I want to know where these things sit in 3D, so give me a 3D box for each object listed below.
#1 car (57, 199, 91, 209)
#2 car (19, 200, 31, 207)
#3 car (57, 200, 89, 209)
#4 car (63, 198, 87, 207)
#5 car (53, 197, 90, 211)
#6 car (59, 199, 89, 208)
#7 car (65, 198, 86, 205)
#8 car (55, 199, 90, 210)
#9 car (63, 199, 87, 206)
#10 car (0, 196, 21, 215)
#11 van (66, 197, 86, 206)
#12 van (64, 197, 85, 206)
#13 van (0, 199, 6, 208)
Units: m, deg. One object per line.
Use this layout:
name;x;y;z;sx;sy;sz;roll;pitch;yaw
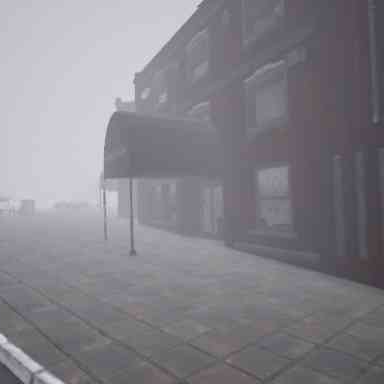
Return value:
car;-20.662;2.083;58.448;5.366;1.575;1.946;0;-1;-39
car;-40.173;2.826;80.142;1.837;1.490;4.892;-1;-1;-19
car;-19.866;2.072;55.547;4.674;1.452;2.002;0;-1;-39
car;-25.449;2.233;72.250;4.553;1.767;2.185;0;-1;-39
car;-17.070;1.870;47.209;4.892;1.521;2.231;0;-1;-39
car;-22.661;2.196;63.889;4.892;1.521;2.231;0;-1;-39
car;-30.172;2.524;86.119;4.553;1.767;2.185;0;-2;-39
car;-18.928;1.978;52.769;4.892;1.521;2.231;0;-1;-39
car;-28.283;2.530;80.571;5.008;1.535;2.097;0;-2;-39
car;-21.026;1.518;37.761;2.150;2.045;5.566;-1;-1;-16
van;-29.126;2.364;83.433;4.442;1.987;1.878;0;-2;-39
van;-27.433;2.245;77.720;4.442;1.987;1.878;0;-1;-39
van;-46.207;2.709;77.654;4.442;1.987;1.878;-2;0;-39
